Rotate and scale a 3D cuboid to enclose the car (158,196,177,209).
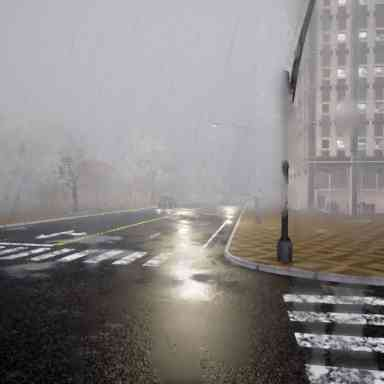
[{"bbox_3d":[-3.994,1.680,55.013,2.150,2.045,5.566,1,-1,10],"label":"car"}]
